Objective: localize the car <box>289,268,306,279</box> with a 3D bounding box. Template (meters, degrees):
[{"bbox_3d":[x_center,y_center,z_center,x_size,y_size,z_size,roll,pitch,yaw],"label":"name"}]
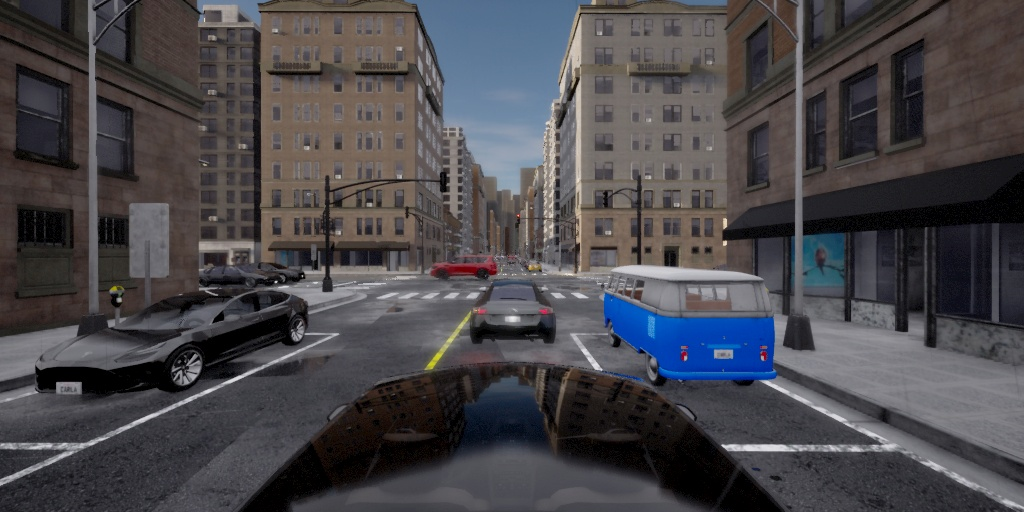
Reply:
[{"bbox_3d":[-17.864,1.230,26.396,4.892,1.490,1.837,0,0,0],"label":"car"}]

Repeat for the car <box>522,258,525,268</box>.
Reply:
[{"bbox_3d":[2.880,1.179,51.428,1.967,1.591,4.097,0,0,0],"label":"car"}]

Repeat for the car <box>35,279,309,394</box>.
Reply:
[{"bbox_3d":[-5.642,1.315,6.756,1.948,1.339,4.313,0,0,0],"label":"car"}]

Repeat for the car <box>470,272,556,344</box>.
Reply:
[{"bbox_3d":[0.044,1.314,9.636,1.994,1.385,4.181,0,0,1],"label":"car"}]

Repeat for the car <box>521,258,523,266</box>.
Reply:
[{"bbox_3d":[2.838,1.286,56.954,2.007,1.370,4.403,0,0,0],"label":"car"}]

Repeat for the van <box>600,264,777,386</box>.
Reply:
[{"bbox_3d":[2.883,1.090,6.712,1.690,1.789,3.998,0,0,0],"label":"van"}]

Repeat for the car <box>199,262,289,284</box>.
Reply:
[{"bbox_3d":[-17.894,1.282,23.144,5.357,1.411,2.033,0,0,0],"label":"car"}]

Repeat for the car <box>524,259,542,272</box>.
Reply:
[{"bbox_3d":[2.920,1.267,46.072,1.751,1.417,4.829,0,0,0],"label":"car"}]

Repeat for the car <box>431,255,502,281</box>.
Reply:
[{"bbox_3d":[-3.900,0.964,29.923,5.566,2.045,2.150,0,0,0],"label":"car"}]
